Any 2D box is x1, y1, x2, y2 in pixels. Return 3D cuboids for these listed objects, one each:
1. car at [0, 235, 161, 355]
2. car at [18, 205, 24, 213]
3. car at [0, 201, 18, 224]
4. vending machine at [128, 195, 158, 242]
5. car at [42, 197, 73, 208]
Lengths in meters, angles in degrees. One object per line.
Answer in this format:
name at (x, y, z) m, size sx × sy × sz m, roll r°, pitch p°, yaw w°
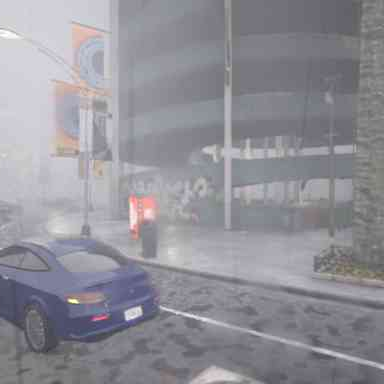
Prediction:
car at (-2.597, 1.529, 6.108) m, size 4.674 × 1.442 × 1.812 m, roll 0°, pitch 0°, yaw 39°
car at (-19.276, 1.570, 33.658) m, size 2.033 × 1.411 × 5.357 m, roll 0°, pitch 0°, yaw 2°
car at (-14.617, 1.522, 24.444) m, size 1.837 × 1.490 × 4.892 m, roll -1°, pitch 0°, yaw -16°
vending machine at (-2.329, 1.203, 15.663) m, size 1.100 × 2.100 × 0.880 m, roll 0°, pitch 0°, yaw -40°
car at (-19.589, 1.536, 48.689) m, size 1.837 × 1.490 × 4.892 m, roll 0°, pitch -1°, yaw 23°
